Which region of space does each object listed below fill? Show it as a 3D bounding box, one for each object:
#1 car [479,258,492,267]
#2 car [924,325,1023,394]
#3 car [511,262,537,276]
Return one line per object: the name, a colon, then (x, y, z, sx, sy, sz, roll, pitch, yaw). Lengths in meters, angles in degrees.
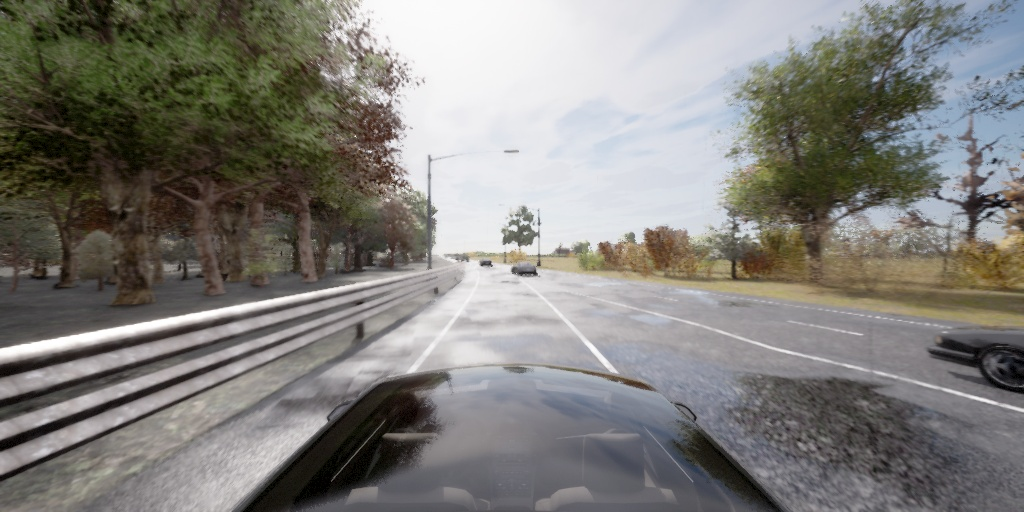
car: (-4.774, 1.136, 63.815, 1.882, 1.535, 5.008, 0, 0, -13)
car: (8.574, 1.356, 3.858, 2.033, 1.411, 5.357, 1, 1, -13)
car: (1.182, 1.292, 37.042, 1.994, 1.385, 4.181, 0, 0, -13)
